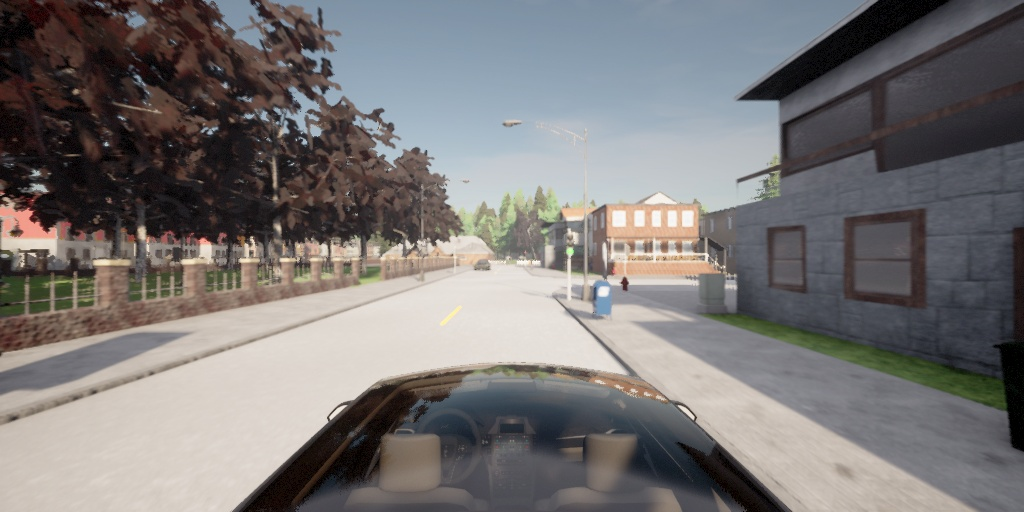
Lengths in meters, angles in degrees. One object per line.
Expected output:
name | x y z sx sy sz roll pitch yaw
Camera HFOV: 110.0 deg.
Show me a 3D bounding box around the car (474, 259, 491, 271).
car | -4.076 1.189 50.106 2.097 1.767 4.553 0 0 0
